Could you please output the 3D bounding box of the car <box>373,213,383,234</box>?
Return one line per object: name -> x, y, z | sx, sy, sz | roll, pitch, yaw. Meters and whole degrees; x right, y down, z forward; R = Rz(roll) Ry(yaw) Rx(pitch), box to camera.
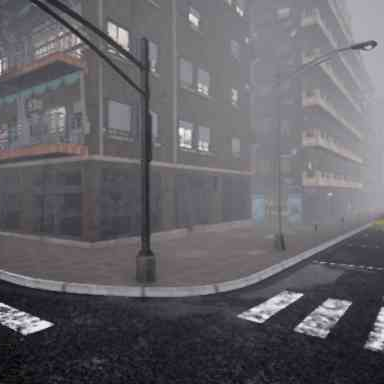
car -> 13.267, 1.996, 22.358 | 1.752, 1.417, 4.829 | -2, -2, 35
